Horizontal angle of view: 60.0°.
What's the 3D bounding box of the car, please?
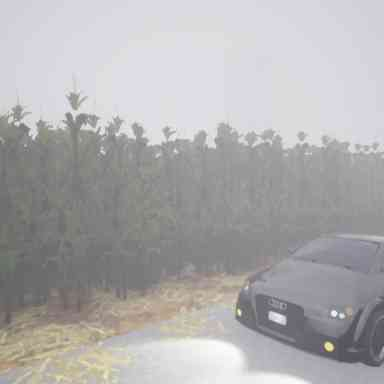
[{"bbox_3d":[2.696,1.436,5.647,4.181,1.385,1.994,-2,1,-38],"label":"car"}]
